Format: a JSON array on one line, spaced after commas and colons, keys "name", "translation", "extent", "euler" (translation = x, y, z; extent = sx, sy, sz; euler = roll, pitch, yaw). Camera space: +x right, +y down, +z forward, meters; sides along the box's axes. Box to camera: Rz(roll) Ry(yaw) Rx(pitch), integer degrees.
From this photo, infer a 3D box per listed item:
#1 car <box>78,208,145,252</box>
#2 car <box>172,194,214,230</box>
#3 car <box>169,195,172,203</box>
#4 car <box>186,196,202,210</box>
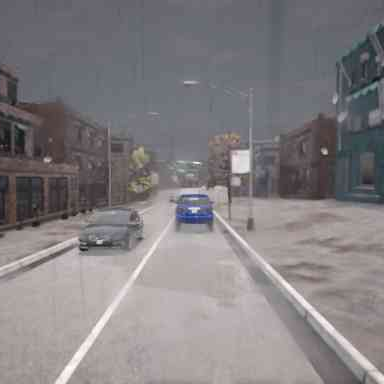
[{"name": "car", "translation": [-3.127, 1.450, 13.702], "extent": [1.837, 1.490, 4.892], "euler": [0, 0, 0]}, {"name": "car", "translation": [0.139, 1.117, 20.449], "extent": [2.150, 2.045, 5.566], "euler": [0, 0, 0]}, {"name": "car", "translation": [-2.811, 1.129, 56.613], "extent": [2.128, 1.511, 4.902], "euler": [0, 0, 1]}, {"name": "car", "translation": [0.233, 1.290, 38.814], "extent": [1.812, 1.442, 4.674], "euler": [0, 0, 0]}]
